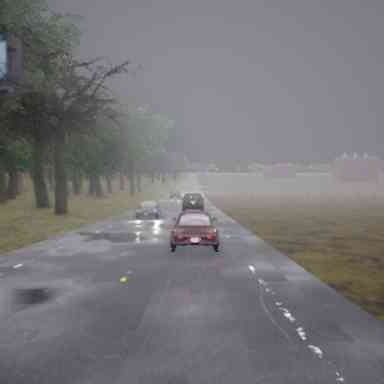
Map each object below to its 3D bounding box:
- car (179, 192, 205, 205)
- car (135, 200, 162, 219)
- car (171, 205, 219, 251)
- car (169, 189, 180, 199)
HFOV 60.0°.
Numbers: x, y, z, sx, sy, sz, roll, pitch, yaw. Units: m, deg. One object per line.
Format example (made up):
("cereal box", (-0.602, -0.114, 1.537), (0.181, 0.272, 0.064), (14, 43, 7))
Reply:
("car", (0.110, 1.134, 34.135), (2.150, 2.045, 5.566), (0, 0, 0))
("car", (-3.597, 1.465, 28.316), (1.812, 1.442, 4.674), (0, 0, 0))
("car", (0.103, 1.505, 13.979), (1.812, 1.442, 4.674), (0, 0, 0))
("car", (-3.480, 0.438, 69.380), (2.150, 2.045, 5.566), (0, 2, 0))
